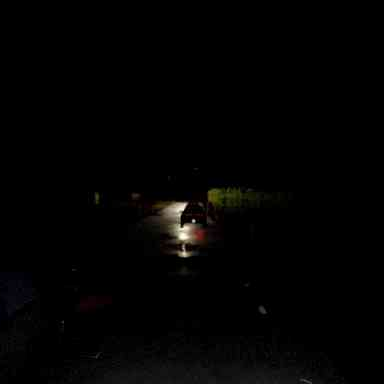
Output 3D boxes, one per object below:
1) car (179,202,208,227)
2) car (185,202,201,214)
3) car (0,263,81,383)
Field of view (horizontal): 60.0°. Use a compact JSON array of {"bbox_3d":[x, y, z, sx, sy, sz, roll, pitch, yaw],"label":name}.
[{"bbox_3d":[0.117,1.771,24.997,1.837,1.490,4.892,0,-1,0],"label":"car"},{"bbox_3d":[0.127,1.964,41.770,1.812,1.442,4.674,0,-1,0],"label":"car"},{"bbox_3d":[-2.848,1.583,3.519,2.033,1.411,5.357,0,-1,0],"label":"car"}]
